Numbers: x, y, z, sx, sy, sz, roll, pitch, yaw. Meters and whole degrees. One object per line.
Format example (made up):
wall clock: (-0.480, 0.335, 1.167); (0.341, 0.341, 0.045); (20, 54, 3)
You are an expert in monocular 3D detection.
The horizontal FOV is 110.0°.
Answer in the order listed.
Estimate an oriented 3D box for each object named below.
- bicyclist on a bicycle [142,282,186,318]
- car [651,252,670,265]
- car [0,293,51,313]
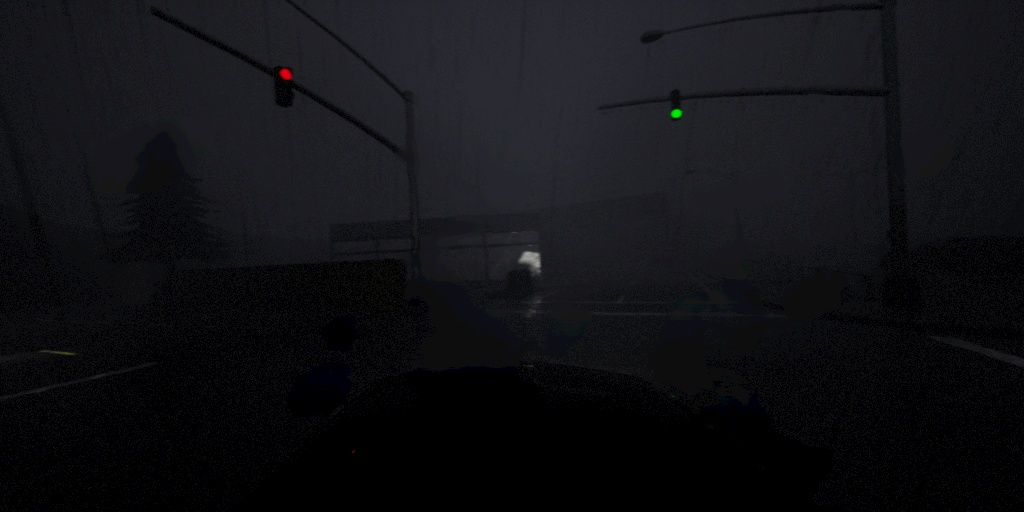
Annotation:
bicyclist on a bicycle: (-16.438, 2.031, 16.947); (0.582, 1.620, 1.656); (-3, 0, 21)
car: (18.189, 0.230, 43.931); (1.882, 1.535, 5.008); (-3, 0, 22)
car: (-31.494, 2.950, 21.608); (1.895, 1.301, 4.718); (-3, 0, -5)
